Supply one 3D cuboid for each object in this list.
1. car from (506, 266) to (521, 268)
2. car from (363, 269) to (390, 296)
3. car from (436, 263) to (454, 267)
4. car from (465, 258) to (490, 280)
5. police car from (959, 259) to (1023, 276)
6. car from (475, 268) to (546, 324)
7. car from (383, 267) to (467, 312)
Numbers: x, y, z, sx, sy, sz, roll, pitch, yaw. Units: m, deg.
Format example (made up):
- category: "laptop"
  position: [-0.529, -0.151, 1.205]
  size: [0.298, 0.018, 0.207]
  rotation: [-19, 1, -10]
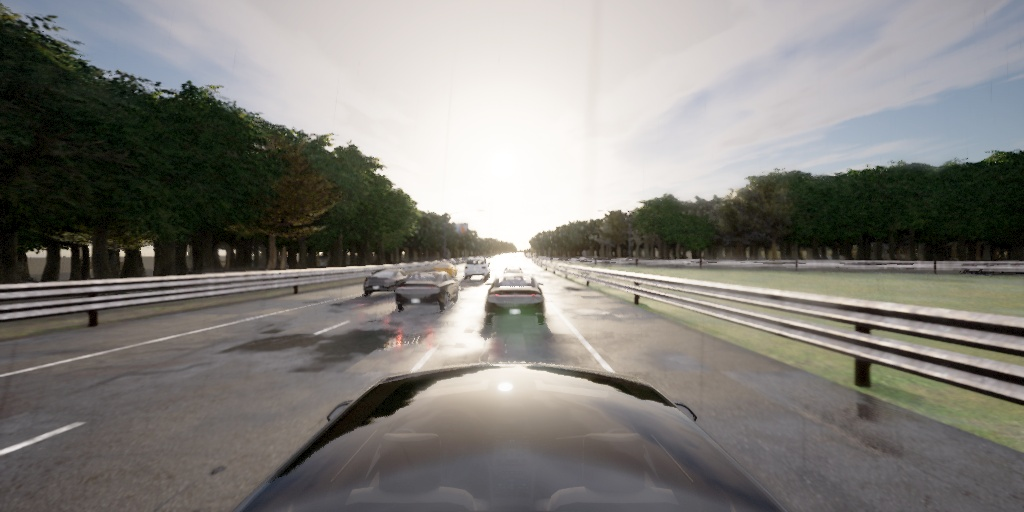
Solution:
- category: "car"
  position: [0.109, 1.630, 34.887]
  size: [1.895, 1.301, 4.718]
  rotation: [0, 0, 0]
- category: "car"
  position: [-6.894, 1.458, 20.533]
  size: [1.812, 1.442, 4.674]
  rotation: [0, 0, 0]
- category: "car"
  position: [-6.890, 1.514, 37.275]
  size: [1.882, 1.535, 5.008]
  rotation: [0, 0, 0]
- category: "car"
  position: [-3.392, 1.253, 35.539]
  size: [2.150, 2.045, 5.566]
  rotation: [0, 0, 0]
- category: "police car"
  position: [47.066, 1.096, 34.540]
  size: [4.974, 1.542, 2.038]
  rotation: [0, -1, 33]
- category: "car"
  position: [0.095, 1.357, 12.455]
  size: [2.128, 1.511, 4.902]
  rotation: [0, 0, 0]
- category: "car"
  position: [-3.402, 1.379, 15.098]
  size: [2.128, 1.511, 4.902]
  rotation: [0, 0, 0]
